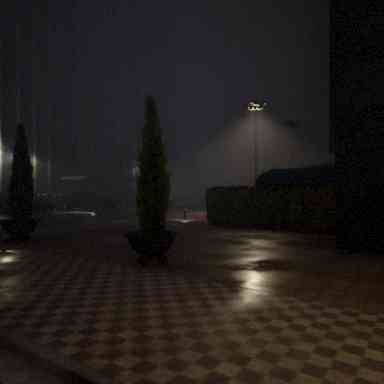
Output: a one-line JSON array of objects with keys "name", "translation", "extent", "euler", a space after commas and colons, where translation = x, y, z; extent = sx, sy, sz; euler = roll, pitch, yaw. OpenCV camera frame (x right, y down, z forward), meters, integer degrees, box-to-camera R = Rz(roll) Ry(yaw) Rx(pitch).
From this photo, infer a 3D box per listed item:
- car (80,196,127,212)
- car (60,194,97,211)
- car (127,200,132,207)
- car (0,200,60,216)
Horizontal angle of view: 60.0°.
[{"name": "car", "translation": [-10.511, 1.505, 40.004], "extent": [1.837, 1.490, 4.892], "euler": [0, 0, 35]}, {"name": "car", "translation": [-14.055, 1.221, 41.047], "extent": [2.150, 2.045, 5.566], "euler": [0, 0, 35]}, {"name": "car", "translation": [-8.062, 1.491, 49.628], "extent": [2.128, 1.511, 4.902], "euler": [0, 0, 35]}, {"name": "car", "translation": [-15.842, 1.505, 32.344], "extent": [1.837, 1.490, 4.892], "euler": [0, 0, 35]}]
